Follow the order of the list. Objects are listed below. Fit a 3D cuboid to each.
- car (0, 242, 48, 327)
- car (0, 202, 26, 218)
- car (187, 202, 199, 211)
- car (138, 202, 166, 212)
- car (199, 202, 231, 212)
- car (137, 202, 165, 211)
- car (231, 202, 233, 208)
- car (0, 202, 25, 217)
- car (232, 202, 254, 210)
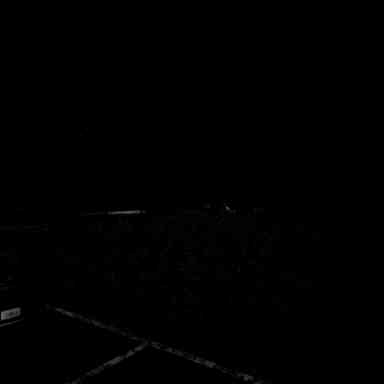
[{"bbox_3d":[-4.419,1.550,6.159,4.403,1.369,2.008,0,0,36],"label":"car"},{"bbox_3d":[-18.764,1.848,32.582,1.812,1.442,4.674,0,-1,36],"label":"car"},{"bbox_3d":[1.148,2.361,54.255,2.128,1.511,4.902,0,-1,37],"label":"car"},{"bbox_3d":[-5.979,2.225,50.197,2.128,1.511,4.902,0,-1,36],"label":"car"},{"bbox_3d":[3.623,2.363,52.129,1.837,1.490,4.892,0,-1,36],"label":"car"},{"bbox_3d":[-6.647,2.405,54.786,1.895,1.301,4.718,0,-1,36],"label":"car"},{"bbox_3d":[7.034,2.553,62.446,2.128,1.511,4.902,0,-1,36],"label":"car"},{"bbox_3d":[-20.744,1.854,35.420,1.837,1.490,4.892,0,-1,36],"label":"car"},{"bbox_3d":[9.664,2.619,60.535,1.994,1.385,4.181,0,-1,36],"label":"car"}]
